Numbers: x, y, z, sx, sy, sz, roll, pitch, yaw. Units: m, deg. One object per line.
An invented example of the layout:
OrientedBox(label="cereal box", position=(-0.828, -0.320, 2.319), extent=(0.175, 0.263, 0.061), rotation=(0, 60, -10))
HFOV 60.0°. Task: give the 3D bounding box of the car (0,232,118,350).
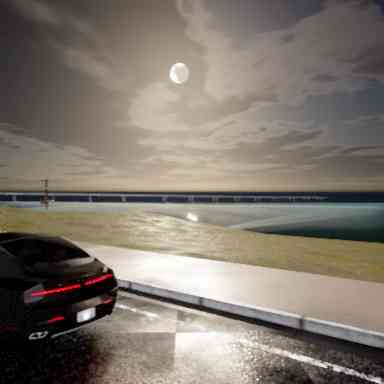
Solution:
OrientedBox(label="car", position=(-3.485, 1.513, 6.175), extent=(4.892, 1.490, 1.837), rotation=(0, 0, 36))
